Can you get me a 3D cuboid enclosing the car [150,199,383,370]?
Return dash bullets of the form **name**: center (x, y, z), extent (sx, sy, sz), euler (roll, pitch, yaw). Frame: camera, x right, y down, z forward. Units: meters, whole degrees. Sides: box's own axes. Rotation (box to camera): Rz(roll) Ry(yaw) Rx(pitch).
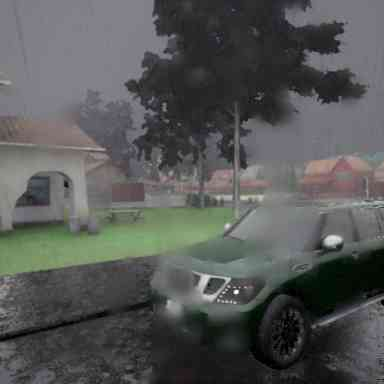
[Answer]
- **car**: center (2.004, 1.165, 6.017), extent (5.566, 2.045, 2.150), euler (0, 0, -36)
